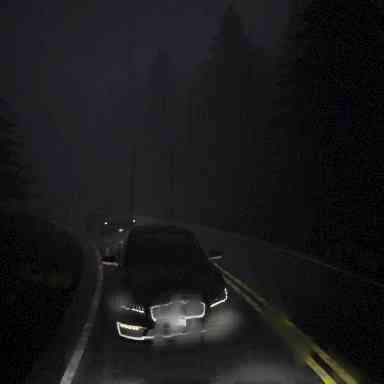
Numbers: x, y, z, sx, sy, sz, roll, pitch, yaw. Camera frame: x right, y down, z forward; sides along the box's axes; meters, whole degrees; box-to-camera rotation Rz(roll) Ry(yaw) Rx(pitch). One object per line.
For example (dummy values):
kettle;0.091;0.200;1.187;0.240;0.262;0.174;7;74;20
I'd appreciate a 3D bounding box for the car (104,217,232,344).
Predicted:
car;-0.645;1.494;6.802;1.837;1.490;4.892;-1;0;-11

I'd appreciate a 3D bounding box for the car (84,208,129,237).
car;-4.633;1.611;18.538;1.895;1.301;4.718;-3;1;-29
